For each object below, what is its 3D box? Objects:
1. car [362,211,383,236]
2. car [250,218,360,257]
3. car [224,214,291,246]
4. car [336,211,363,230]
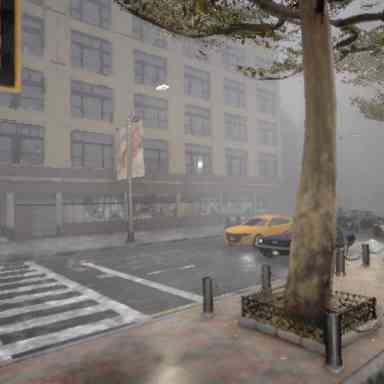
[{"bbox_3d":[12.786,1.872,20.332,4.902,1.511,2.128,0,-2,-39],"label":"car"},{"bbox_3d":[4.796,1.956,13.761,4.718,1.301,1.895,0,-2,-39],"label":"car"},{"bbox_3d":[3.848,1.980,17.516,5.008,1.535,1.882,0,-2,-39],"label":"car"},{"bbox_3d":[11.966,2.076,24.174,5.357,1.411,2.033,0,-2,-39],"label":"car"}]
